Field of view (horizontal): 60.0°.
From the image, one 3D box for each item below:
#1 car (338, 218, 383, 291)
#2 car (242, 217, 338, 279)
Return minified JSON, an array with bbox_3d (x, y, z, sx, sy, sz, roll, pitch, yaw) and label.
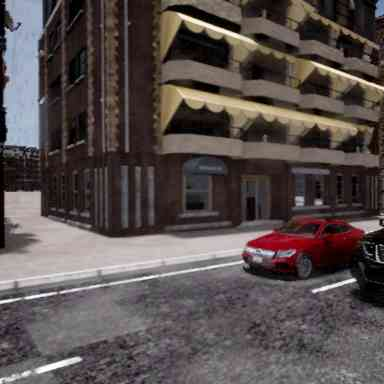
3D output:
[{"bbox_3d":[6.087,1.215,7.911,5.566,2.045,2.150,0,0,-35],"label":"car"},{"bbox_3d":[3.642,1.534,10.166,4.674,1.442,1.812,0,0,-35],"label":"car"}]
